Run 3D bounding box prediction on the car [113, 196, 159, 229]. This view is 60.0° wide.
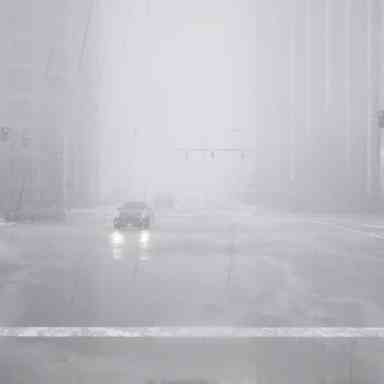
[{"bbox_3d":[-3.628,1.352,21.579,2.097,1.767,4.553,0,0,0],"label":"car"}]

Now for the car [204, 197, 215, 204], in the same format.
[{"bbox_3d":[3.413,1.601,65.049,1.895,1.301,4.718,0,0,0],"label":"car"}]

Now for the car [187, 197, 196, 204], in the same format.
[{"bbox_3d":[-0.088,1.601,65.584,1.895,1.301,4.718,0,0,0],"label":"car"}]

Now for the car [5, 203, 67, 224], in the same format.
[{"bbox_3d":[-11.761,1.564,25.202,4.181,1.385,1.994,0,0,-38],"label":"car"}]

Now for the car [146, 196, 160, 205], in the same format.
[{"bbox_3d":[-7.119,1.492,61.101,2.128,1.511,4.902,0,0,0],"label":"car"}]

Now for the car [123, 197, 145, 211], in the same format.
[{"bbox_3d":[-7.154,1.478,41.290,1.882,1.535,5.008,0,1,0],"label":"car"}]

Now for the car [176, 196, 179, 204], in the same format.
[{"bbox_3d":[-3.599,1.478,63.655,1.882,1.535,5.008,0,0,0],"label":"car"}]

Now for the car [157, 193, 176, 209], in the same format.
[{"bbox_3d":[-3.658,1.216,44.382,2.150,2.045,5.566,0,1,0],"label":"car"}]
